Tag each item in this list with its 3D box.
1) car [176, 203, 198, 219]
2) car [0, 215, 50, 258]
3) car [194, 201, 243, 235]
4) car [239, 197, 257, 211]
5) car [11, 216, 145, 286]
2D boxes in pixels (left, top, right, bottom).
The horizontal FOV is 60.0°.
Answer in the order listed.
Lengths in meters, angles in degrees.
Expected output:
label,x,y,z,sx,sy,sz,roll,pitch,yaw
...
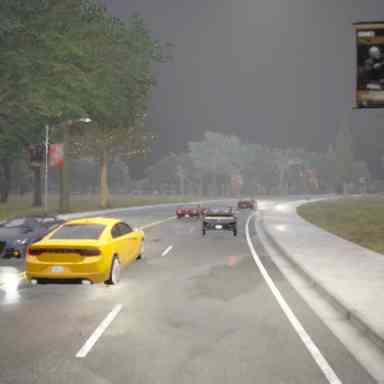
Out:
label,x,y,z,sx,sy,sz,roll,pitch,yaw
car,0.081,1.585,28.372,1.895,1.301,4.718,0,0,12
car,-5.882,1.557,12.171,1.994,1.385,4.181,0,0,5
car,1.631,1.482,18.605,2.128,1.511,4.902,0,0,8
car,6.801,1.402,40.666,1.882,1.535,5.008,0,0,18
car,-2.659,1.473,9.463,1.882,1.535,5.008,0,0,4
